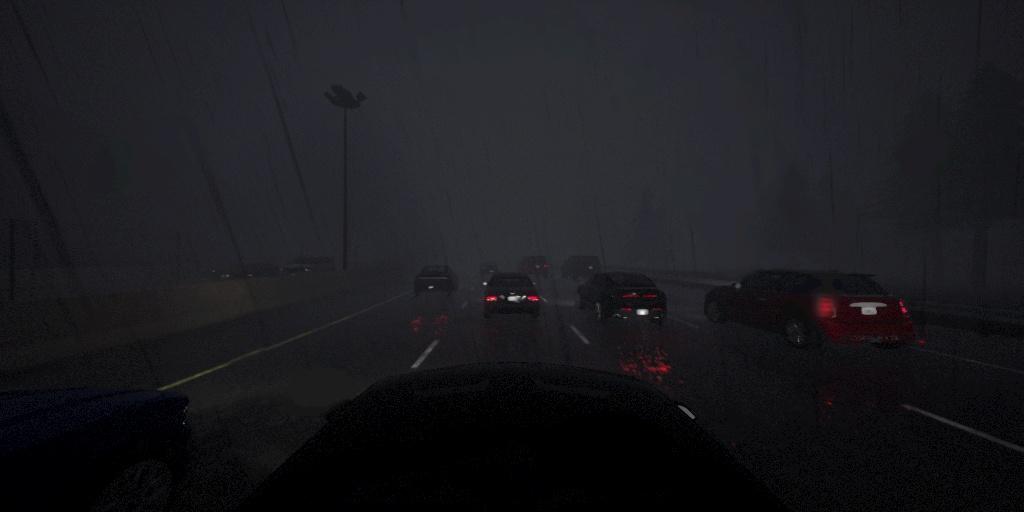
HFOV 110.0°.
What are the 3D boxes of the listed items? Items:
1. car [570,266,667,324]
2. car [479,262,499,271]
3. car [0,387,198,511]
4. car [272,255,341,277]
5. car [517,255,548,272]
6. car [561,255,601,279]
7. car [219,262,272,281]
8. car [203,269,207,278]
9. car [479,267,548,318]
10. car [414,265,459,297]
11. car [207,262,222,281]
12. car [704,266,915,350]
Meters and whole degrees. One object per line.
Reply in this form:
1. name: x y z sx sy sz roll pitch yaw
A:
1. car: 3.436 1.255 12.044 1.837 1.490 4.892 0 0 -2
2. car: -2.295 1.277 36.403 1.812 1.442 4.674 0 0 -8
3. car: -3.400 1.227 0.728 1.882 1.535 5.008 0 0 0
4. car: -15.367 0.972 27.269 2.150 2.045 5.566 0 0 -6
5. car: 1.802 0.972 32.633 2.150 2.045 5.566 0 0 -7
6. car: 5.663 0.972 29.831 2.150 2.045 5.566 0 0 -6
7. car: -18.839 1.297 26.933 2.033 1.411 5.357 0 0 -6
8. car: -26.856 1.276 33.929 1.812 1.442 4.674 0 0 -9
9. car: -0.078 1.298 13.017 2.033 1.411 5.357 0 0 -2
10. car: -3.924 1.242 19.049 2.128 1.511 4.902 0 0 -4
11. car: -22.771 1.351 30.177 1.895 1.301 4.718 0 0 -8
12. car: 7.006 1.102 9.219 2.097 1.767 4.553 0 0 -1
